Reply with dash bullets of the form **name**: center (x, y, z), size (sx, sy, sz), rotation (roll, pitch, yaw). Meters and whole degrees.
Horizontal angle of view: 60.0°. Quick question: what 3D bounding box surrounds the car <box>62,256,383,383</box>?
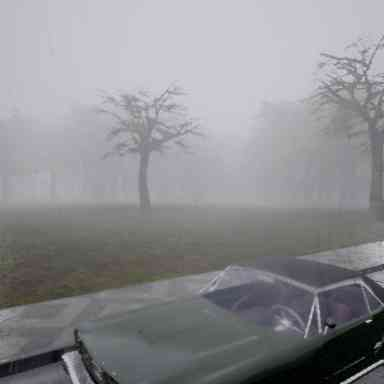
- **car**: center (1.004, 1.600, 4.094), size (4.718, 1.301, 1.895), rotation (0, 0, -36)
